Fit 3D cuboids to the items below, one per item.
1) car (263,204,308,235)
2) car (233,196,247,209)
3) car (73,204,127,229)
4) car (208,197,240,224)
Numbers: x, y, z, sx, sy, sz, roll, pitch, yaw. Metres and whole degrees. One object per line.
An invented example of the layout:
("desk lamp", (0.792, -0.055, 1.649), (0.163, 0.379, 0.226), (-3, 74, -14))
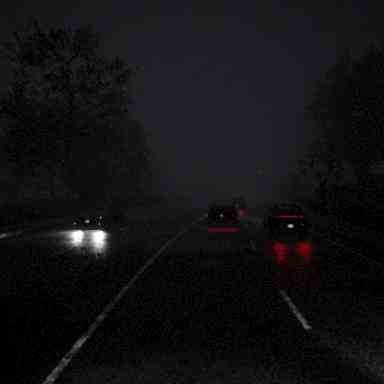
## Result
("car", (4.997, 1.384, 18.204), (2.128, 1.511, 4.902), (0, 0, 7))
("car", (5.709, 1.224, 40.946), (2.128, 1.511, 4.902), (0, 1, 13))
("car", (-5.494, 1.416, 20.263), (1.994, 1.385, 4.181), (0, 0, 8))
("car", (2.216, 1.330, 23.275), (1.882, 1.535, 5.008), (0, 0, 8))
